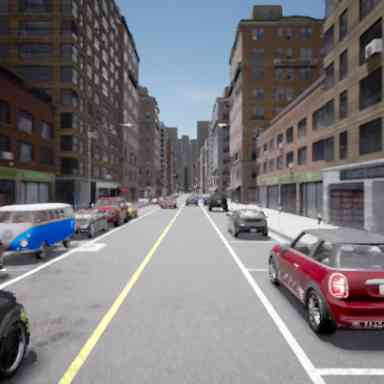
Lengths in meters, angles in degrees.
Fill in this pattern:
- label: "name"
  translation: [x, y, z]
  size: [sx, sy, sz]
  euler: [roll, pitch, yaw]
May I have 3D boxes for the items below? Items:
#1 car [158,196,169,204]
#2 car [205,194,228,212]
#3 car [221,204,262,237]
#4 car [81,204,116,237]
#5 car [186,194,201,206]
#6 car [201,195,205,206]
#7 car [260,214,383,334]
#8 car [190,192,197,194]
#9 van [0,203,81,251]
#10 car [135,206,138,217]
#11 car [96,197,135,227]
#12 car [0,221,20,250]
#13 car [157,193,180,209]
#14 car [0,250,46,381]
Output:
- label: "car"
  translation: [-5.660, 1.579, 66.684]
  size: [1.947, 1.339, 4.313]
  euler: [0, 0, 0]
- label: "car"
  translation: [3.006, 1.224, 39.269]
  size: [2.150, 2.045, 5.566]
  euler: [0, 0, 0]
- label: "car"
  translation: [2.858, 1.546, 17.656]
  size: [2.008, 1.369, 4.403]
  euler: [0, 0, 0]
- label: "car"
  translation: [-5.667, 1.547, 17.626]
  size: [2.008, 1.369, 4.403]
  euler: [0, 0, 0]
- label: "car"
  translation: [0.015, 1.500, 53.754]
  size: [2.128, 1.511, 4.902]
  euler: [0, 0, 0]
- label: "car"
  translation: [2.863, 1.573, 55.795]
  size: [1.947, 1.339, 4.313]
  euler: [0, 0, 0]
- label: "car"
  translation: [2.856, 1.437, 6.759]
  size: [1.967, 1.590, 4.097]
  euler: [0, 0, 0]
- label: "car"
  translation: [0.011, 1.355, 73.673]
  size: [1.812, 1.442, 4.674]
  euler: [0, 0, 0]
- label: "van"
  translation: [-5.669, 1.337, 12.175]
  size: [1.690, 1.788, 3.998]
  euler: [0, 0, 0]
- label: "car"
  translation: [-5.666, 1.523, 28.357]
  size: [1.752, 1.417, 4.829]
  euler: [0, 0, 0]
- label: "car"
  translation: [-5.667, 1.311, 23.076]
  size: [2.192, 1.841, 5.009]
  euler: [0, 0, 0]
- label: "car"
  translation: [-5.669, 1.542, 6.724]
  size: [1.887, 1.381, 4.507]
  euler: [0, 0, 0]
- label: "car"
  translation: [-3.071, 1.354, 44.735]
  size: [2.097, 1.767, 4.553]
  euler: [0, 0, 0]
- label: "car"
  translation: [-3.093, 1.562, 2.642]
  size: [1.994, 1.385, 4.181]
  euler: [0, 0, 0]
